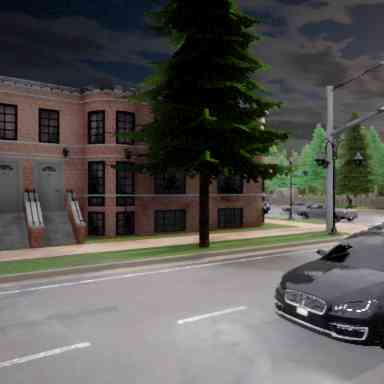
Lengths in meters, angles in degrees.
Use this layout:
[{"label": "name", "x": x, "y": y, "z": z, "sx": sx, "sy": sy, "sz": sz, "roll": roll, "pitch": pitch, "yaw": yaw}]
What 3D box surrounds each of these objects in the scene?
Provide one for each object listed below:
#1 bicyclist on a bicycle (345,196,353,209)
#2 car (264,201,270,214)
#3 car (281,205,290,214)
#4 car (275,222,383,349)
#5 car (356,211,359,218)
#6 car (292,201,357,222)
[{"label": "bicyclist on a bicycle", "x": 19.180, "y": 1.297, "z": 40.651, "sx": 1.656, "sy": 1.620, "sz": 0.582, "roll": 0, "pitch": 0, "yaw": -31}, {"label": "car", "x": 5.727, "y": 1.219, "z": 34.959, "sx": 2.150, "sy": 2.045, "sz": 5.566, "roll": 0, "pitch": 0, "yaw": -31}, {"label": "car", "x": 11.136, "y": 1.598, "z": 32.700, "sx": 1.895, "sy": 1.301, "sz": 4.718, "roll": 0, "pitch": 0, "yaw": -31}, {"label": "car", "x": 3.691, "y": 1.504, "z": 6.158, "sx": 4.892, "sy": 1.490, "sz": 1.837, "roll": 0, "pitch": 0, "yaw": -31}, {"label": "car", "x": 9.416, "y": 1.546, "z": 13.714, "sx": 5.357, "sy": 1.411, "sz": 2.033, "roll": 0, "pitch": 0, "yaw": -31}, {"label": "car", "x": 10.707, "y": 1.599, "z": 26.565, "sx": 1.895, "sy": 1.301, "sz": 4.718, "roll": 0, "pitch": 0, "yaw": -31}]
